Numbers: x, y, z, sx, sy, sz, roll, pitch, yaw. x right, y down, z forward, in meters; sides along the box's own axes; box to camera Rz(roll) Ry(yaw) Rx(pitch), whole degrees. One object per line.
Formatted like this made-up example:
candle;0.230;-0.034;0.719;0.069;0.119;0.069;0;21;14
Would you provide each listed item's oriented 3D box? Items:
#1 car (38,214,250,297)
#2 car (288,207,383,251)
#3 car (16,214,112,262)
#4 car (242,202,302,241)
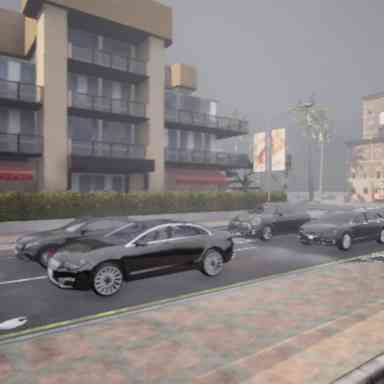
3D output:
car;-1.081;1.485;8.671;4.902;1.511;2.128;0;0;-35
car;6.539;1.484;14.136;4.892;1.490;1.837;0;0;-35
car;-3.372;1.519;11.331;4.674;1.442;1.812;0;0;-35
car;3.952;1.332;16.589;4.553;1.767;2.097;0;0;-35
